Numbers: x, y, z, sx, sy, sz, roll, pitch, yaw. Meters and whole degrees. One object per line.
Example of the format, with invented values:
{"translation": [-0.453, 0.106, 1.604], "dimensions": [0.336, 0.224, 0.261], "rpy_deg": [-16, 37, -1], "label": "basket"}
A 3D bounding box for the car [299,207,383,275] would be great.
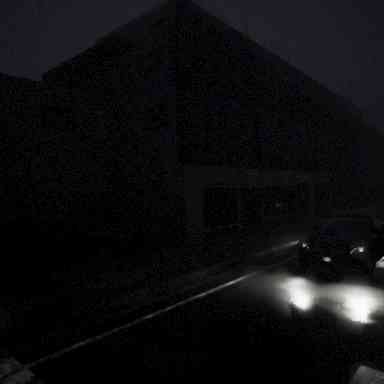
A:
{"translation": [4.931, 1.380, 10.222], "dimensions": [1.812, 1.442, 4.674], "rpy_deg": [-2, 0, 41], "label": "car"}
